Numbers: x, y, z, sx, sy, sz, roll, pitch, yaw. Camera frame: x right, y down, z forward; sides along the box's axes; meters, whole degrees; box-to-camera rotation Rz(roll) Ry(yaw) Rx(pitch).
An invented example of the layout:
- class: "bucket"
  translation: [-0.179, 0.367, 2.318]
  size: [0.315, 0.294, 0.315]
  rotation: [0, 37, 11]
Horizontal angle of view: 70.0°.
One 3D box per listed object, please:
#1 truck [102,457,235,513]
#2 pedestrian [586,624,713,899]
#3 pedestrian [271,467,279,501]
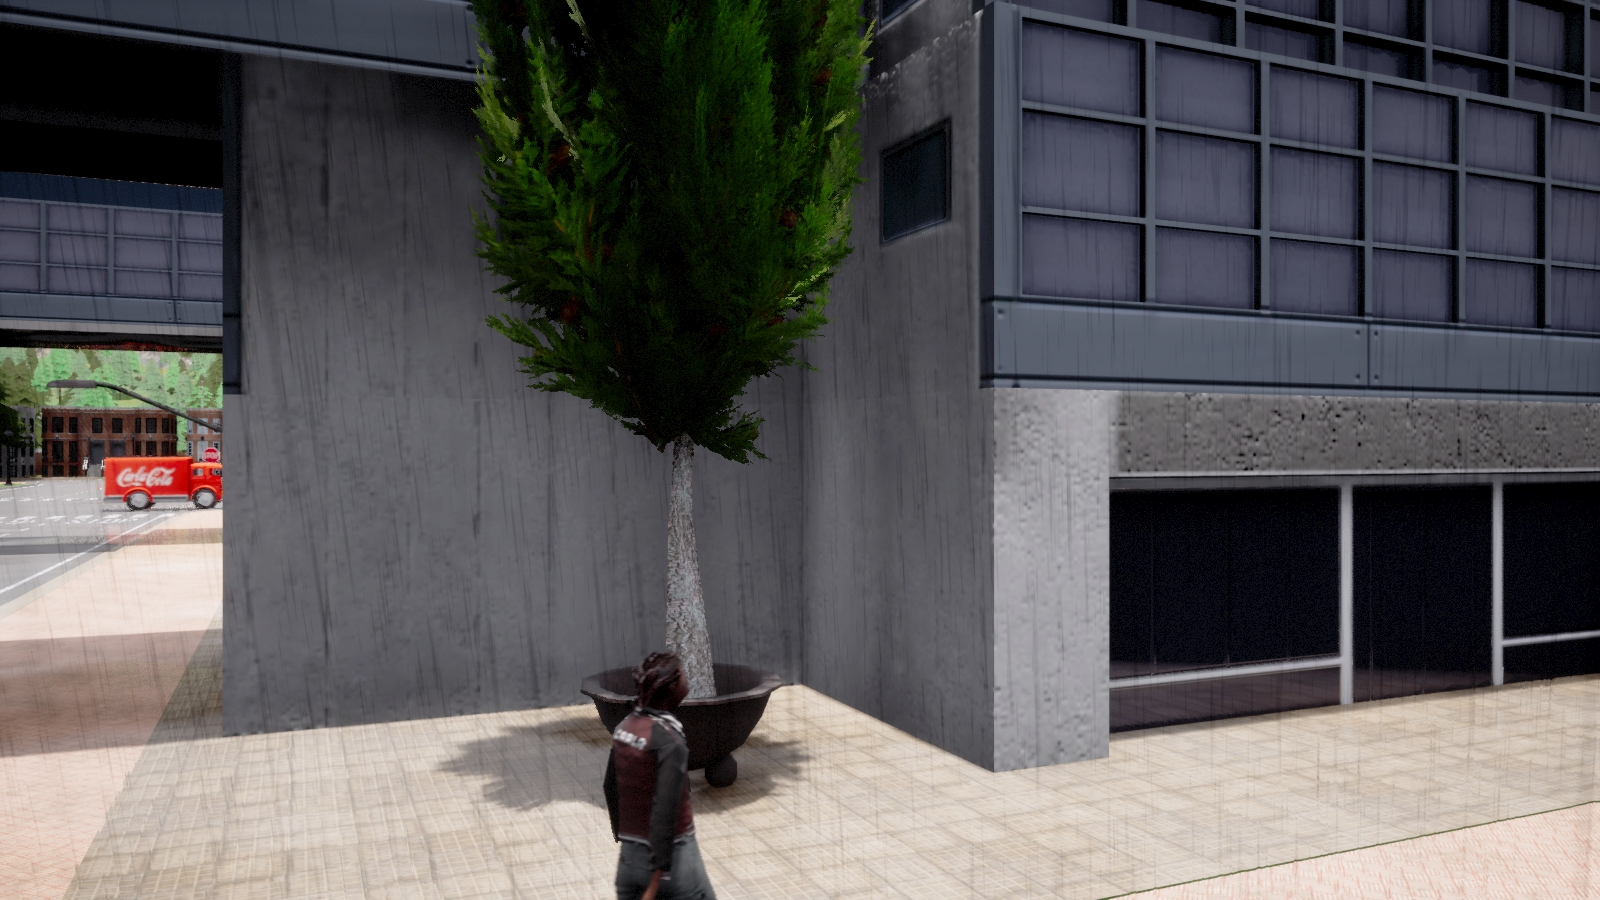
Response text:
- class: "truck"
  translation: [-29.392, 1.568, 53.415]
  size: [5.204, 2.467, 2.627]
  rotation: [0, 0, -23]
- class: "pedestrian"
  translation: [-0.631, 1.698, 4.789]
  size: [0.375, 1.860, 0.375]
  rotation: [0, 0, 44]
- class: "pedestrian"
  translation: [-28.479, 1.848, 61.946]
  size: [0.375, 1.860, 0.375]
  rotation: [0, 0, -32]
